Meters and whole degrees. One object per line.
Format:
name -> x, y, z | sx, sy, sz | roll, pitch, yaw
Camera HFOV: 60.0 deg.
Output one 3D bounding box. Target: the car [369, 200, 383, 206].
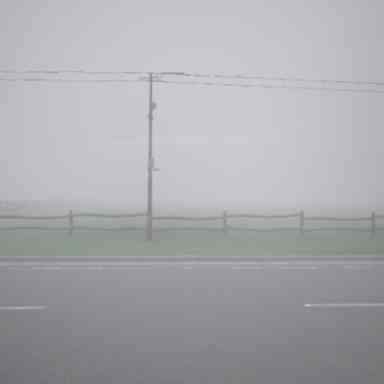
car -> 41.524, 2.427, 74.204 | 1.895, 1.301, 4.718 | 0, 0, -2
